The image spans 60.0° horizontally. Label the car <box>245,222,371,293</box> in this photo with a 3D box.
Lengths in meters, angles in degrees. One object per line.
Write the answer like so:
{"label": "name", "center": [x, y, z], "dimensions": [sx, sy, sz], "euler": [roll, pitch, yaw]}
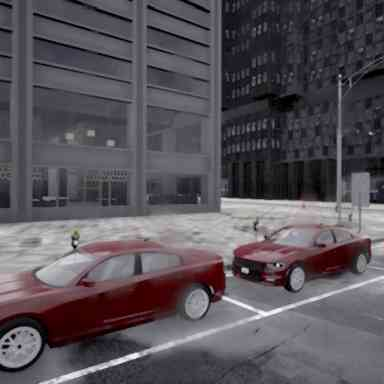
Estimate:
{"label": "car", "center": [3.030, 1.540, 8.885], "dimensions": [4.507, 1.381, 1.887], "euler": [0, 0, -36]}

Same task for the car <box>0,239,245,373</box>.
{"label": "car", "center": [-1.447, 1.543, 5.646], "dimensions": [4.507, 1.381, 1.887], "euler": [0, 0, -36]}
